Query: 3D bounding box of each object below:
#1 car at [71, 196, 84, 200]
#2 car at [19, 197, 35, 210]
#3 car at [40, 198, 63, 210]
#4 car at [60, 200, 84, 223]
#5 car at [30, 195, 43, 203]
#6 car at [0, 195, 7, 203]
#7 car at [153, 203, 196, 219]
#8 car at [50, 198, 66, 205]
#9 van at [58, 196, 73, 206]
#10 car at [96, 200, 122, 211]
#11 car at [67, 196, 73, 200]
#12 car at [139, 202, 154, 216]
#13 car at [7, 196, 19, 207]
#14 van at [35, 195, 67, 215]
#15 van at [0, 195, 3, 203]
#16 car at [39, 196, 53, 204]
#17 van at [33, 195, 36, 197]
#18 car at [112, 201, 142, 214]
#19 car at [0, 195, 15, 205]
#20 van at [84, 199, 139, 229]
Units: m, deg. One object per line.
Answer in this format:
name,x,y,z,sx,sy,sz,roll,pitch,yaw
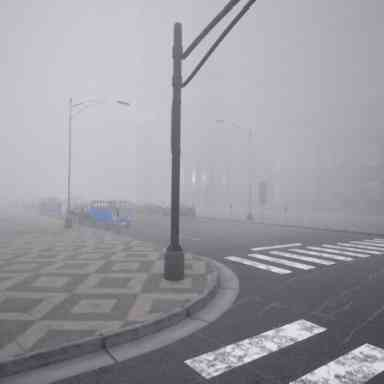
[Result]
car,-17.379,1.814,53.250,1.887,1.381,4.507,1,-1,-35
car,-21.177,1.680,43.819,1.802,1.307,4.206,1,-1,-35
car,-19.687,1.657,46.521,1.837,1.490,4.892,1,-1,-35
car,-8.422,1.558,25.772,1.887,1.381,4.507,1,-1,-35
car,-39.710,1.735,84.830,2.192,1.841,5.009,1,-1,-35
car,-43.493,1.563,75.406,2.192,1.841,5.009,1,-1,-35
car,-1.427,1.709,30.694,1.887,1.381,4.507,1,-1,-35
car,-26.951,1.884,66.783,2.008,1.369,4.403,1,-1,-35
van,-23.758,1.653,62.274,1.690,1.788,3.998,1,-1,-35
car,-11.096,1.753,44.366,1.752,1.417,4.829,1,-1,-35
car,-20.567,1.606,57.763,2.192,1.841,5.009,1,-1,-35
car,-4.617,1.729,35.205,1.887,1.381,4.507,1,-1,-35
car,-27.553,1.691,52.844,2.008,1.369,4.403,1,-1,-35
van,-14.797,1.396,34.797,1.690,1.788,3.998,1,-1,-35
van,-46.682,1.611,79.918,1.690,1.788,3.998,1,-1,-35
car,-33.331,1.816,75.807,1.967,1.590,4.097,1,-1,-35
van,-36.520,1.739,80.319,1.690,1.788,3.998,1,-1,-35
car,-7.808,1.750,39.716,1.887,1.381,4.507,1,-1,-35
car,-37.020,1.729,66.241,1.752,1.417,4.829,1,-1,-35
van,-5.232,1.335,21.262,1.690,1.788,3.998,1,-1,-35
